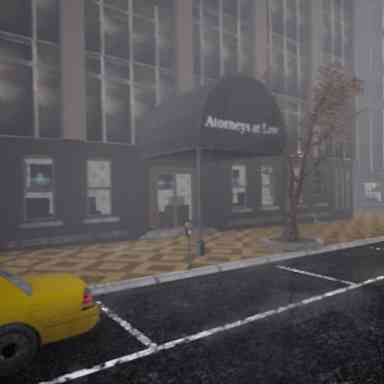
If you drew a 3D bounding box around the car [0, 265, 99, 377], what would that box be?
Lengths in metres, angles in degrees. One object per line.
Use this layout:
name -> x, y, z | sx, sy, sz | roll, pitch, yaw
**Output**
car -> -3.638, 1.529, 3.978 | 4.829, 1.417, 1.752 | 0, -1, -35
